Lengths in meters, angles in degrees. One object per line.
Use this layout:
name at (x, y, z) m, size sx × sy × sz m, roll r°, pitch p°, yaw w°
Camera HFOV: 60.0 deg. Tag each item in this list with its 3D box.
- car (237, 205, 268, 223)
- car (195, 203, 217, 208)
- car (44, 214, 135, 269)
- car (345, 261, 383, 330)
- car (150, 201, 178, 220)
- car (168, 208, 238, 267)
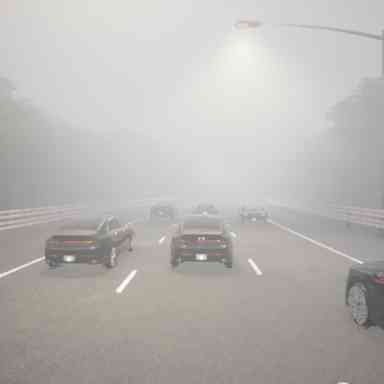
car at (4.500, 1.628, 25.484) m, size 1.895 × 1.301 × 4.718 m, roll 0°, pitch 0°, yaw 4°
car at (1.154, 1.589, 27.661) m, size 1.994 × 1.385 × 4.181 m, roll 0°, pitch 0°, yaw 4°
car at (-3.183, 1.511, 11.211) m, size 1.837 × 1.490 × 4.892 m, roll 0°, pitch 0°, yaw 2°
car at (3.664, 1.499, 4.109) m, size 2.128 × 1.511 × 4.902 m, roll 0°, pitch 0°, yaw 1°
car at (-2.295, 1.499, 28.540) m, size 1.882 × 1.535 × 5.008 m, roll 0°, pitch 0°, yaw 4°
car at (0.323, 1.515, 11.431) m, size 1.837 × 1.490 × 4.892 m, roll 0°, pitch 0°, yaw 2°
